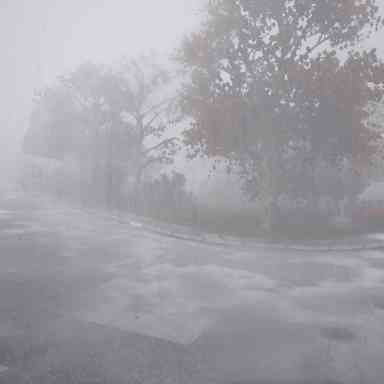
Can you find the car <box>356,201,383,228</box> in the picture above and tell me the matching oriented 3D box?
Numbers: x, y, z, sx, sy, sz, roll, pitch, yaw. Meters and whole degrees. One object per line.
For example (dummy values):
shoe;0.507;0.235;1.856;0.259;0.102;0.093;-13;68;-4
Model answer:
car;15.627;1.727;25.356;5.566;2.045;2.435;-1;-2;32
